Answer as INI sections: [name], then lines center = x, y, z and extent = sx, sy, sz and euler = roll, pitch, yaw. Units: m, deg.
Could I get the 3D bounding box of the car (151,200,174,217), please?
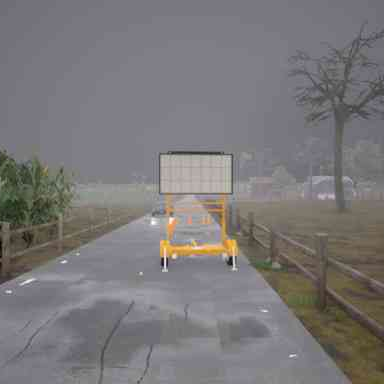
[car]
center = -2.738, 1.575, 31.793
extent = 1.837, 1.490, 4.892
euler = 0, 0, 0

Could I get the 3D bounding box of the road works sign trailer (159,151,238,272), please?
[road works sign trailer]
center = 0.116, 0.476, 10.936
extent = 2.380, 3.560, 2.880
euler = 0, 0, -5
